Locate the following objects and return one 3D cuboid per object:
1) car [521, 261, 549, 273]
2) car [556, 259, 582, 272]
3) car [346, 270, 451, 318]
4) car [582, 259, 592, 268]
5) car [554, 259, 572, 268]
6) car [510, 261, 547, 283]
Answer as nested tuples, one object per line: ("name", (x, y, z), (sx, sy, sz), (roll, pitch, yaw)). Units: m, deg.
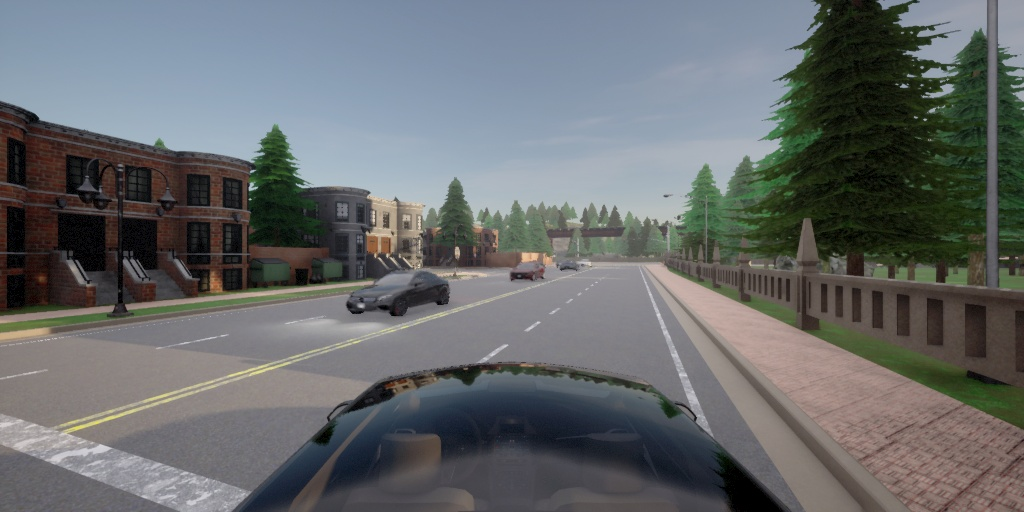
("car", (2.895, 1.298, 44.194), (2.033, 1.411, 5.357), (0, 0, 19))
("car", (7.507, 1.314, 46.847), (1.994, 1.385, 4.181), (0, 0, 19))
("car", (-3.959, 1.276, 13.391), (1.812, 1.442, 4.674), (0, 0, 19))
("car", (12.462, 1.276, 61.239), (1.812, 1.442, 4.674), (0, 0, 19))
("car", (8.851, 1.243, 61.496), (2.128, 1.511, 4.902), (0, 0, 19))
("car", (1.331, 1.228, 28.835), (1.882, 1.535, 5.008), (0, 0, 19))
